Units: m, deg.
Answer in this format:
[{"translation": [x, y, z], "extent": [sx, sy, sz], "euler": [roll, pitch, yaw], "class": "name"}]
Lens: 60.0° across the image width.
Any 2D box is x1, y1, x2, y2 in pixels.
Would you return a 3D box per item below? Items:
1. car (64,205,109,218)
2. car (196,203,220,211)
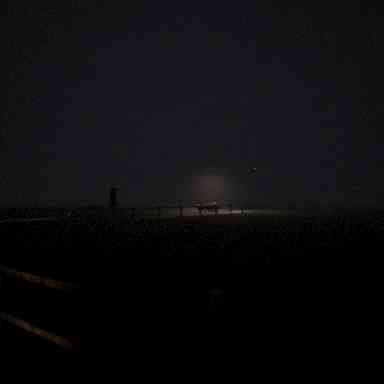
[{"translation": [-11.540, 2.092, 36.351], "extent": [1.895, 1.301, 4.718], "euler": [0, -1, 36], "class": "car"}, {"translation": [2.714, 2.570, 56.223], "extent": [1.895, 1.301, 4.718], "euler": [0, -1, 36], "class": "car"}]
